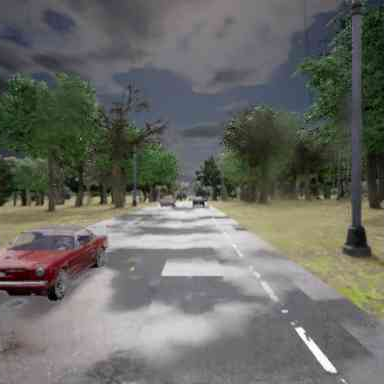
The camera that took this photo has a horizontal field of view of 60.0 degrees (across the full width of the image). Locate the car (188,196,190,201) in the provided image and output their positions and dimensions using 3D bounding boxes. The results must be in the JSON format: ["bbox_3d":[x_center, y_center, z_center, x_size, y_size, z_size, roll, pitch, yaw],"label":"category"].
[{"bbox_3d":[0.006,1.671,86.205,1.882,1.535,5.008,0,-1,0],"label":"car"}]

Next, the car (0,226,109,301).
[{"bbox_3d":[-3.599,1.591,8.445,1.895,1.301,4.718,0,0,0],"label":"car"}]

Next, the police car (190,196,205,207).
[{"bbox_3d":[1.053,1.446,52.677,1.930,1.638,5.238,0,0,0],"label":"police car"}]

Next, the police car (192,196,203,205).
[{"bbox_3d":[1.054,1.523,62.679,1.930,1.638,5.238,0,-1,0],"label":"police car"}]

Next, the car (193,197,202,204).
[{"bbox_3d":[1.054,1.680,68.568,1.812,1.442,4.674,0,-1,0],"label":"car"}]

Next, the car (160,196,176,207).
[{"bbox_3d":[-3.568,1.358,50.318,2.097,1.767,4.553,0,0,0],"label":"car"}]
